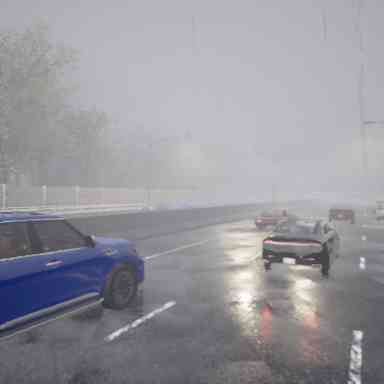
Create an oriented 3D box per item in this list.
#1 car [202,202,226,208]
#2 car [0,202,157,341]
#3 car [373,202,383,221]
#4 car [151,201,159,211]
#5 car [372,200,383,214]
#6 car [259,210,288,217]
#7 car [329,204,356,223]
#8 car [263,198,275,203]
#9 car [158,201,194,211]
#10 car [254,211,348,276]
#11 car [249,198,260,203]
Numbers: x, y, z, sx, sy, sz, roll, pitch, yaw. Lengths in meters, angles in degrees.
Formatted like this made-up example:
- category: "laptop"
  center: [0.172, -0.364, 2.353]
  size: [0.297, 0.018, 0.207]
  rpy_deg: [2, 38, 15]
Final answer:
- category: "car"
  center: [2.632, 1.966, 39.419]
  size: [2.128, 1.511, 4.902]
  rpy_deg: [-1, -1, 28]
- category: "car"
  center: [-3.088, 1.319, 5.506]
  size: [2.150, 2.045, 5.566]
  rpy_deg: [-1, -1, 28]
- category: "car"
  center: [17.223, 1.824, 29.203]
  size: [1.895, 1.301, 4.718]
  rpy_deg: [-1, -1, 28]
- category: "car"
  center: [-4.536, 1.905, 40.825]
  size: [2.097, 1.767, 4.553]
  rpy_deg: [-1, -1, 28]
- category: "car"
  center: [21.967, 1.652, 38.346]
  size: [2.097, 1.767, 4.553]
  rpy_deg: [-1, -1, 28]
- category: "car"
  center: [5.767, 1.834, 22.369]
  size: [1.895, 1.301, 4.718]
  rpy_deg: [-1, -1, 28]
- category: "car"
  center: [12.658, 1.723, 27.969]
  size: [1.882, 1.535, 5.008]
  rpy_deg: [-1, -1, 28]
- category: "car"
  center: [17.353, 2.078, 74.785]
  size: [1.994, 1.385, 4.181]
  rpy_deg: [-1, -1, 28]
- category: "car"
  center: [-1.507, 1.982, 39.062]
  size: [1.882, 1.535, 5.008]
  rpy_deg: [-1, -1, 28]
- category: "car"
  center: [3.662, 1.597, 10.831]
  size: [2.128, 1.511, 4.902]
  rpy_deg: [-1, -1, 28]
- category: "car"
  center: [14.447, 2.065, 76.780]
  size: [1.812, 1.442, 4.674]
  rpy_deg: [-1, -1, 28]
